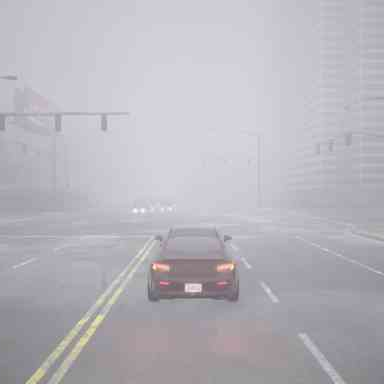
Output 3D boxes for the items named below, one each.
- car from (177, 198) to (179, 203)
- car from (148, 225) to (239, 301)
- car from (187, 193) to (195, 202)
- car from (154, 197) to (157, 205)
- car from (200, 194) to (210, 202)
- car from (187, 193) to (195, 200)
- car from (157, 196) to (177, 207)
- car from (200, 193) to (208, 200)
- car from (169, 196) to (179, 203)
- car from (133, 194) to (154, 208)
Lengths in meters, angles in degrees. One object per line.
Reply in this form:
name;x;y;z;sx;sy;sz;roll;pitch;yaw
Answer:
car;-3.823;1.525;59.796;1.812;1.442;4.674;0;0;0
car;0.031;1.526;8.170;1.812;1.442;4.674;0;0;0
car;-0.326;1.584;78.347;1.895;1.301;4.718;0;0;0
car;-7.322;1.601;57.682;1.895;1.301;4.718;0;0;0
car;3.175;1.515;77.979;2.128;1.511;4.902;0;0;0
car;-0.368;1.184;88.252;2.097;1.767;4.553;0;0;0
car;-3.805;1.564;51.019;1.994;1.385;4.181;0;0;0
car;3.132;1.184;88.267;2.097;1.767;4.553;0;0;0
car;-3.790;1.552;69.805;1.994;1.385;4.181;0;0;0
car;-7.297;1.491;48.411;2.128;1.511;4.902;0;0;0
